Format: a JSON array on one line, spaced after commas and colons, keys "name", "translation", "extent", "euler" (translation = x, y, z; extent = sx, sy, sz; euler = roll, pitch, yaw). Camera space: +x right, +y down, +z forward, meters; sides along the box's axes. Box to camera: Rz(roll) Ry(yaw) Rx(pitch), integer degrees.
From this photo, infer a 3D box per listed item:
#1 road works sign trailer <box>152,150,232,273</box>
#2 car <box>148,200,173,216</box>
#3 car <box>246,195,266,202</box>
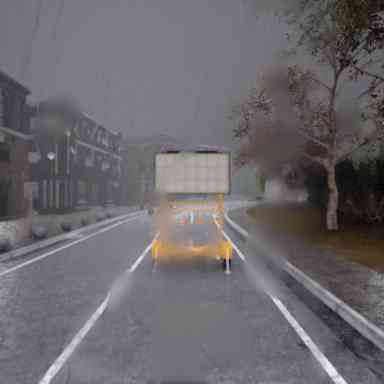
[{"name": "road works sign trailer", "translation": [0.003, 0.475, 10.674], "extent": [2.380, 3.560, 2.880], "euler": [0, 0, 0]}, {"name": "car", "translation": [-3.065, 1.527, 32.768], "extent": [2.128, 1.511, 4.902], "euler": [0, 0, 4]}, {"name": "car", "translation": [13.641, 1.283, 70.558], "extent": [4.902, 1.511, 2.128], "euler": [-1, 0, -35]}]
